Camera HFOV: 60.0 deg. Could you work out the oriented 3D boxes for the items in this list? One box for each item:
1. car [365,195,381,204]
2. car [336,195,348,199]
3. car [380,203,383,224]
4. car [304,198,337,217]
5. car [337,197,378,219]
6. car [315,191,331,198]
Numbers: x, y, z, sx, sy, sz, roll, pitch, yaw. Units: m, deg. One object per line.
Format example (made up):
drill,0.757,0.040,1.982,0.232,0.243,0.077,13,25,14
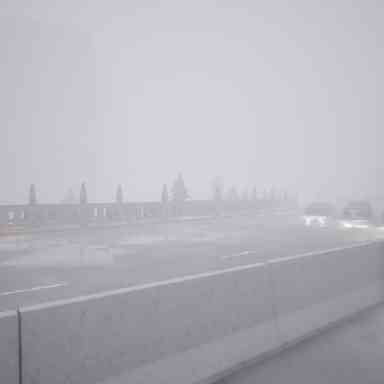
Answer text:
car,32.891,1.351,60.898,2.097,1.767,4.553,0,0,13
car,30.507,1.406,67.037,1.882,1.535,5.008,0,0,10
car,14.999,1.599,23.781,1.895,1.301,4.718,0,0,38
car,12.211,1.562,31.824,1.994,1.385,4.181,0,0,35
car,14.531,1.489,29.039,2.128,1.511,4.902,0,0,35
car,27.359,0.834,69.550,2.150,2.045,5.566,0,0,8
